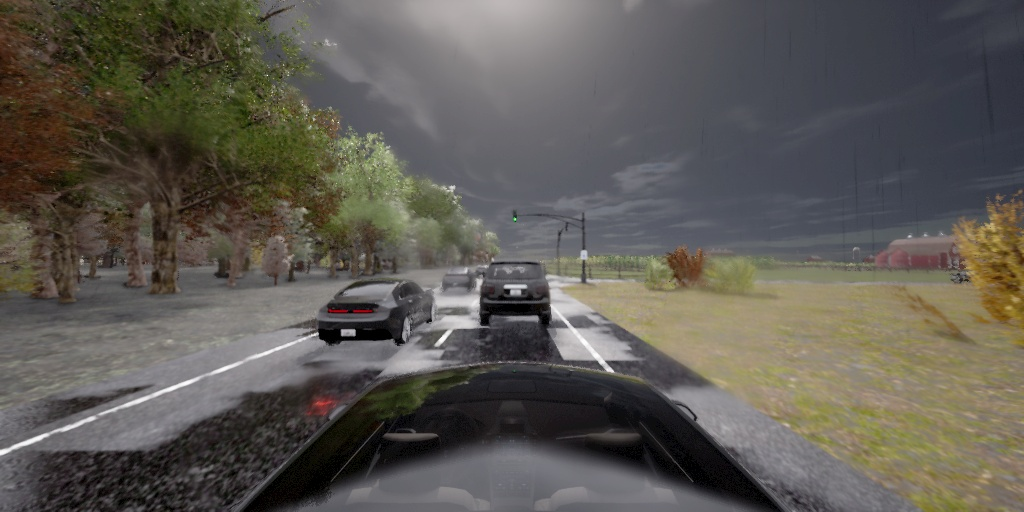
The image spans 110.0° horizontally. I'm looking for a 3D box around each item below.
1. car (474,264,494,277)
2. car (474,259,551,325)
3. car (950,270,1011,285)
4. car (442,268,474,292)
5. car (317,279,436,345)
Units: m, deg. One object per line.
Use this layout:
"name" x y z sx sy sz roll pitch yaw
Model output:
"car" -3.390 1.799 45.012 2.128 1.511 4.902 0 -1 0
"car" 0.100 1.117 12.661 2.150 2.045 5.566 0 0 0
"car" 48.525 2.233 37.090 4.892 1.490 1.837 1 -2 0
"car" -3.394 1.529 23.885 2.128 1.511 4.902 0 -1 0
"car" -3.398 1.362 9.864 1.837 1.490 4.892 0 0 0
